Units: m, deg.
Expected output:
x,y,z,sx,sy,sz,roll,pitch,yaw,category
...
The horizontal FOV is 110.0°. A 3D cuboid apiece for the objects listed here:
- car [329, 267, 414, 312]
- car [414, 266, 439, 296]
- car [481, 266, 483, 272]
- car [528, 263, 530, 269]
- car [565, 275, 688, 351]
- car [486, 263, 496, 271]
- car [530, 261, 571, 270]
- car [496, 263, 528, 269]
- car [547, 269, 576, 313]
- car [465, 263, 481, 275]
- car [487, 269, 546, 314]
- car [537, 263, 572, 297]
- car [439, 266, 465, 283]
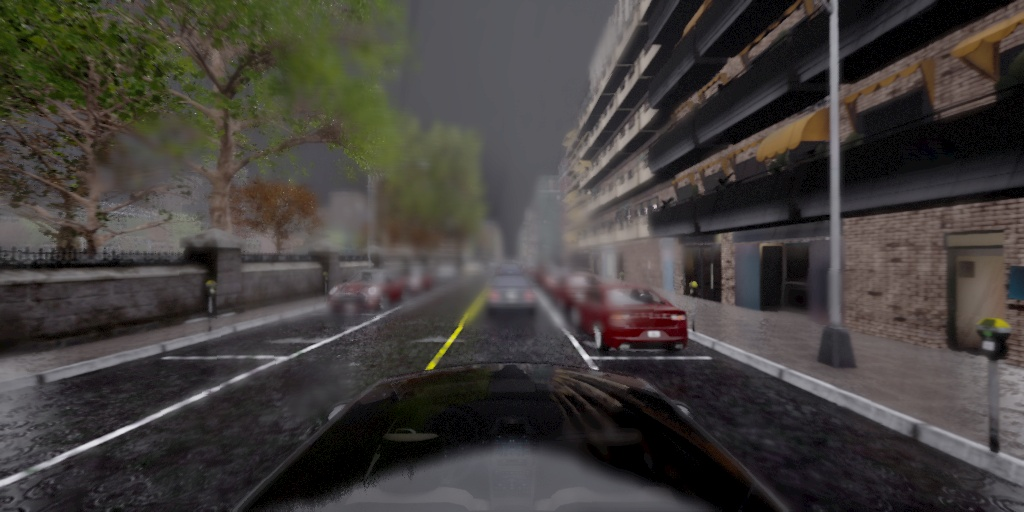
x,y,z,sx,sy,sz,roll,pitch,yaw,category
-5.686,1.317,14.653,1.967,1.591,4.097,0,0,0,car
-5.685,1.373,20.281,1.967,1.591,4.097,0,0,0,car
-5.677,1.829,54.061,2.007,1.370,4.403,0,0,0,car
2.698,1.485,31.541,1.967,1.591,4.097,0,0,0,car
2.693,1.366,9.021,1.888,1.381,4.507,0,0,0,car
-3.062,1.849,58.234,1.812,1.442,4.674,0,-1,0,car
2.696,1.304,25.910,2.192,1.841,5.009,0,0,0,car
0.026,1.384,30.283,2.097,1.767,4.553,0,-1,0,car
2.694,1.422,14.651,1.888,1.381,4.507,0,0,0,car
-5.679,1.744,48.261,1.751,1.417,4.829,0,0,0,car
0.012,1.422,14.384,2.033,1.411,5.357,0,-1,0,car
2.696,1.372,20.280,1.967,1.591,4.097,0,0,0,car
-5.682,1.596,31.542,2.007,1.370,4.403,0,0,0,car
